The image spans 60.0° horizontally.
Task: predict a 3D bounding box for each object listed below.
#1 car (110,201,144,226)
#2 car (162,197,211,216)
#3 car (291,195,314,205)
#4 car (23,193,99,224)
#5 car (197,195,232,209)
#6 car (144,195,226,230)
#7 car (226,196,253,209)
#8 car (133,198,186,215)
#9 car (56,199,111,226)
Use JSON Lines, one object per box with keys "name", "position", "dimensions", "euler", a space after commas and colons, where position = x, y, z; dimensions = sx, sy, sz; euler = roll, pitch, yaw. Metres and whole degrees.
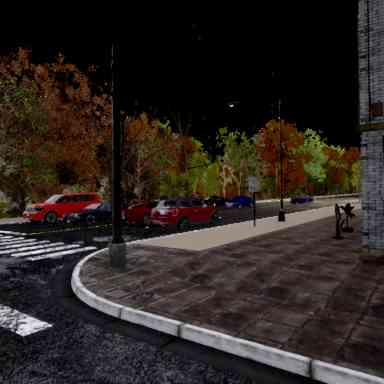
{"name": "car", "position": [-2.691, 1.323, 21.509], "dimensions": [1.812, 1.442, 4.674], "euler": [-1, 0, 36]}
{"name": "car", "position": [-0.375, 1.260, 30.483], "dimensions": [1.837, 1.490, 4.892], "euler": [-1, 0, 36]}
{"name": "car", "position": [15.344, 1.086, 46.042], "dimensions": [1.895, 1.301, 4.718], "euler": [-1, 0, 36]}
{"name": "car", "position": [-9.133, 1.127, 24.059], "dimensions": [2.150, 2.045, 5.566], "euler": [-1, 0, 36]}
{"name": "car", "position": [2.760, 1.204, 40.218], "dimensions": [1.837, 1.490, 4.892], "euler": [-1, 0, 37]}
{"name": "car", "position": [-0.289, 1.109, 19.294], "dimensions": [2.097, 1.767, 4.553], "euler": [-1, 0, 36]}
{"name": "car", "position": [5.493, 1.179, 38.457], "dimensions": [1.812, 1.442, 4.674], "euler": [-1, 0, 36]}
{"name": "car", "position": [-3.056, 1.347, 32.315], "dimensions": [2.033, 1.411, 5.357], "euler": [-1, 0, 37]}
{"name": "car", "position": [-6.092, 1.402, 22.704], "dimensions": [2.033, 1.411, 5.357], "euler": [-1, 0, 36]}
